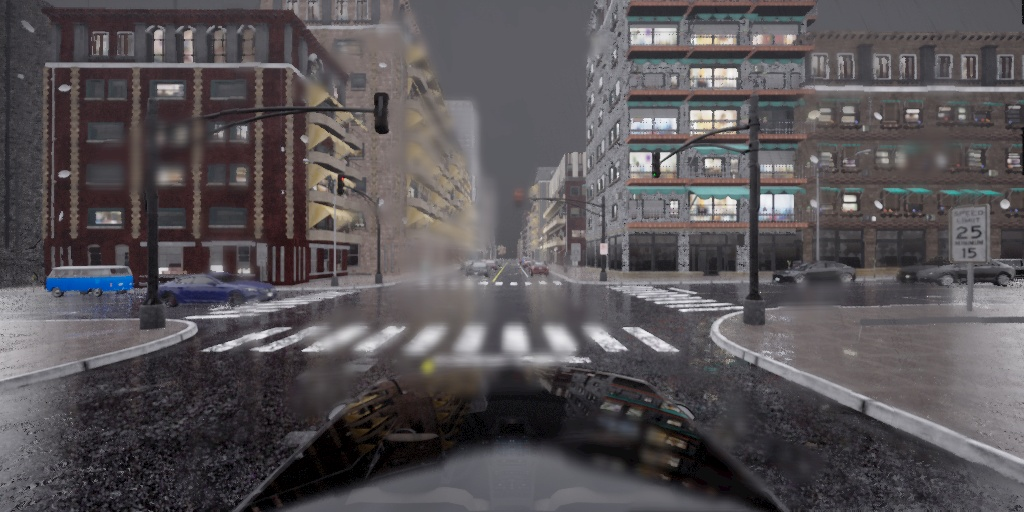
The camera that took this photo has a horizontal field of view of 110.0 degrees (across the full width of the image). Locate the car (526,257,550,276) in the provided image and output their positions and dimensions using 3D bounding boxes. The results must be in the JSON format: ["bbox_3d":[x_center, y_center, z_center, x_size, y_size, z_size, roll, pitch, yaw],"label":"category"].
[{"bbox_3d":[2.709,1.191,36.196,1.967,1.591,4.097,0,0,0],"label":"car"}]

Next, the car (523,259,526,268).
[{"bbox_3d":[2.712,1.302,41.730,2.007,1.370,4.403,0,0,0],"label":"car"}]

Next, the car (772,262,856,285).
[{"bbox_3d":[18.280,1.010,21.747,4.313,1.339,1.948,0,0,0],"label":"car"}]

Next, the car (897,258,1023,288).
[{"bbox_3d":[23.486,0.855,19.052,4.892,1.490,1.837,-1,0,0],"label":"car"}]

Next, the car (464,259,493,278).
[{"bbox_3d":[-3.080,1.277,33.818,1.812,1.442,4.674,0,0,0],"label":"car"}]

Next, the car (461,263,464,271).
[{"bbox_3d":[-5.665,1.303,47.270,2.007,1.370,4.403,0,0,0],"label":"car"}]

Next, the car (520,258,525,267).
[{"bbox_3d":[2.723,1.337,58.333,1.802,1.307,4.207,0,0,0],"label":"car"}]

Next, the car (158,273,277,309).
[{"bbox_3d":[-13.011,1.464,15.799,4.674,1.442,1.812,-1,0,0],"label":"car"}]

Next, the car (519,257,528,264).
[{"bbox_3d":[2.726,1.339,63.867,1.802,1.307,4.207,0,0,0],"label":"car"}]

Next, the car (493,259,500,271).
[{"bbox_3d":[-3.063,1.279,50.224,1.812,1.442,4.674,0,0,0],"label":"car"}]

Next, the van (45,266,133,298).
[{"bbox_3d":[-25.358,1.497,21.568,3.998,1.789,1.690,0,0,0],"label":"van"}]
